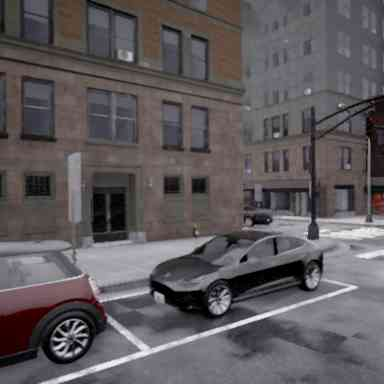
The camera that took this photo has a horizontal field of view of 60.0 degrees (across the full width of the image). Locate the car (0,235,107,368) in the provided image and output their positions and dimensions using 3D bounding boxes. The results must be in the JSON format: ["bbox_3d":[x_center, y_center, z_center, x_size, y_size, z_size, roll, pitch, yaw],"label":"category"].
[{"bbox_3d":[-3.302,1.440,4.189,4.097,1.590,1.967,0,-1,-35],"label":"car"}]

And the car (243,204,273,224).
[{"bbox_3d":[3.615,1.642,24.286,1.882,1.535,5.008,-1,0,-37],"label":"car"}]

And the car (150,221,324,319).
[{"bbox_3d":[1.175,1.562,7.379,4.313,1.339,1.947,0,-1,-35],"label":"car"}]
